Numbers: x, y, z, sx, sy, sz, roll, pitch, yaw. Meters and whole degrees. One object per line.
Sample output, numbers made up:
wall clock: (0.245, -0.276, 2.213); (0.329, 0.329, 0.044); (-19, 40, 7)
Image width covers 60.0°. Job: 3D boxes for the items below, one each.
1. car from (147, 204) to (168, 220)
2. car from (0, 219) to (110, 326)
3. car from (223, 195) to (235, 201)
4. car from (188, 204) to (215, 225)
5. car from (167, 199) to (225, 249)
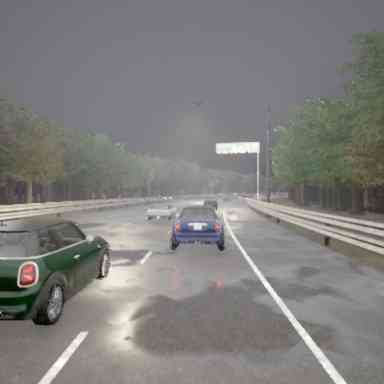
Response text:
car: (-2.413, 1.635, 27.825); (1.895, 1.301, 4.718); (0, 0, 4)
car: (-3.305, 1.357, 7.261); (2.097, 1.767, 4.553); (0, 0, 1)
car: (9.304, 1.618, 86.431); (2.128, 1.511, 4.902); (0, 0, 12)
car: (0.849, 1.641, 25.646); (1.895, 1.301, 4.718); (0, 0, 4)
car: (0.300, 1.379, 14.805); (2.097, 1.767, 4.553); (0, 0, 2)
